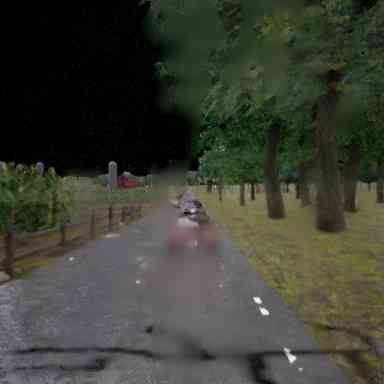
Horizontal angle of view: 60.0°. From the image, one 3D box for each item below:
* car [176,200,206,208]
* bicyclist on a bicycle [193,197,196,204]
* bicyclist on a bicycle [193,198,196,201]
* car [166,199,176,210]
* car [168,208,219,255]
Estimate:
[{"bbox_3d":[0.062,1.489,27.489,2.097,1.767,4.553,0,0,0],"label":"car"},{"bbox_3d":[0.723,2.280,89.010,0.866,1.612,1.509,0,0,0],"label":"bicyclist on a bicycle"},{"bbox_3d":[0.730,2.249,80.017,0.582,1.620,1.656,0,-1,0],"label":"bicyclist on a bicycle"},{"bbox_3d":[-2.843,1.867,50.635,1.882,1.535,5.008,0,-1,0],"label":"car"},{"bbox_3d":[0.066,1.580,13.366,1.812,1.442,4.674,0,0,0],"label":"car"}]
